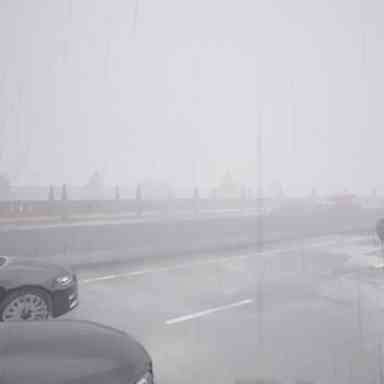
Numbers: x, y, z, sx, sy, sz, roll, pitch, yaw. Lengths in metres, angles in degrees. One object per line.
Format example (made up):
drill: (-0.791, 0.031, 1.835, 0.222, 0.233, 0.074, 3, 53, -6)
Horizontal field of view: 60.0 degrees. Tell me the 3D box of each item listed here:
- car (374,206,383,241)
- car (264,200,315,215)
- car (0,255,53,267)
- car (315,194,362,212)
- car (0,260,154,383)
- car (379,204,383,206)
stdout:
car: (10.485, 1.506, 15.520, 4.892, 1.490, 1.837, 0, 0, -35)
car: (9.038, 1.493, 31.785, 4.902, 1.511, 2.128, 0, 0, -34)
car: (-4.278, 1.491, 4.995, 4.902, 1.511, 2.128, 0, 0, -36)
car: (13.220, 1.224, 30.438, 5.566, 2.045, 2.150, 0, 0, -34)
car: (-2.434, 1.526, 2.010, 4.674, 1.442, 1.812, 0, 0, -35)
car: (17.997, 1.494, 29.337, 4.902, 1.511, 2.128, 0, 0, -32)
